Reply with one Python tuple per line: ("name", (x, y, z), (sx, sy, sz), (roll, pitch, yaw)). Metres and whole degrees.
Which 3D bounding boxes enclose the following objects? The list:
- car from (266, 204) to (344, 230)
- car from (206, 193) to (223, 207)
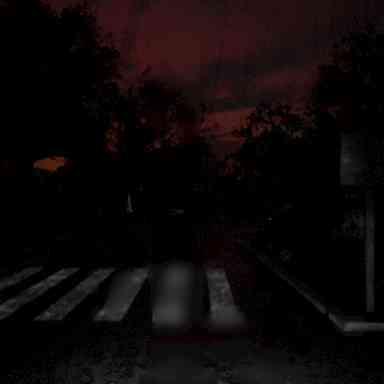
("car", (7.092, 1.481, 20.850), (5.008, 1.535, 1.882), (0, -1, -18))
("car", (3.329, 0.916, 36.192), (4.902, 1.511, 2.128), (-4, 2, -31))
